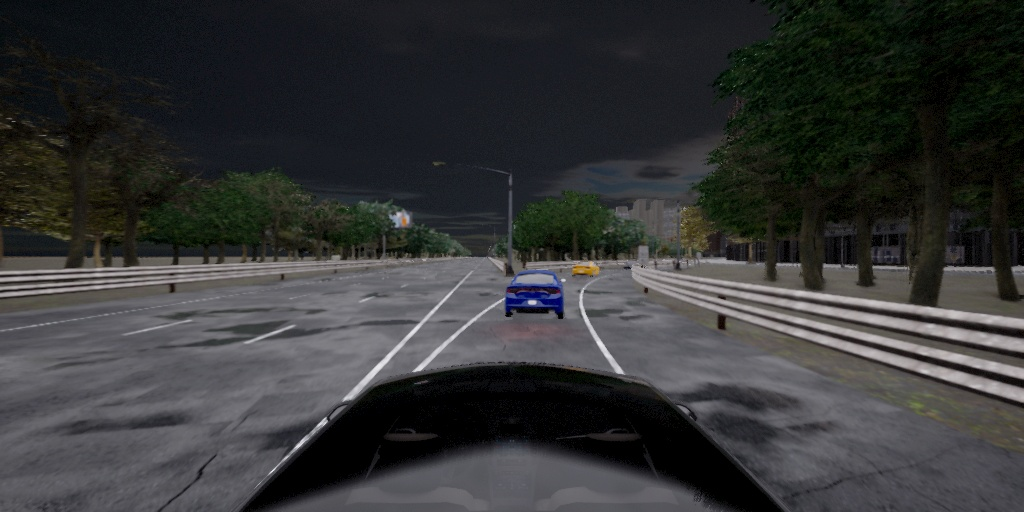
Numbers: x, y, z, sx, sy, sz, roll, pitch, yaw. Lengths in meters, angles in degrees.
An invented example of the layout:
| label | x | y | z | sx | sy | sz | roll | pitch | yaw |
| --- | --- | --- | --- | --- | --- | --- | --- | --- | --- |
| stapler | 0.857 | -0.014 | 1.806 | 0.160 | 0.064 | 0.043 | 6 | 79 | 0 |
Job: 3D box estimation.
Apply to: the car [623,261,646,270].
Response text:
| label | x | y | z | sx | sy | sz | roll | pitch | yaw |
| --- | --- | --- | --- | --- | --- | --- | --- | --- | --- |
| car | 18.574 | 1.382 | 54.079 | 2.033 | 1.411 | 5.357 | 0 | 0 | 39 |

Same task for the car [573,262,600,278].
| label | x | y | z | sx | sy | sz | roll | pitch | yaw |
| --- | --- | --- | --- | --- | --- | --- | --- | --- | --- |
| car | 7.421 | 1.292 | 35.595 | 1.882 | 1.535 | 5.008 | 0 | 0 | 24 |

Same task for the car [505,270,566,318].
| label | x | y | z | sx | sy | sz | roll | pitch | yaw |
| --- | --- | --- | --- | --- | --- | --- | --- | --- | --- |
| car | 0.953 | 1.254 | 13.228 | 1.882 | 1.535 | 5.008 | 0 | 0 | 8 |
